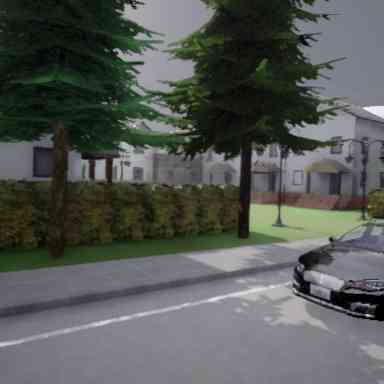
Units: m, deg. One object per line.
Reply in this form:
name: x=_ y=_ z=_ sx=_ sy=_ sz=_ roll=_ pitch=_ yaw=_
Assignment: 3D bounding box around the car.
car: x=4.149 y=1.394 z=6.812 sx=4.902 sy=1.511 sz=2.128 roll=1 pitch=2 yaw=-34
